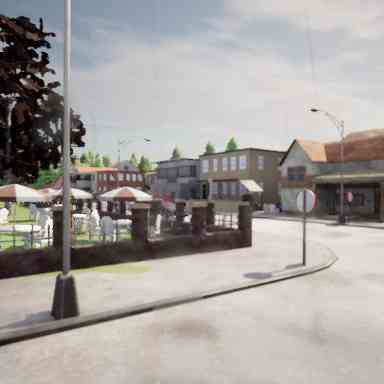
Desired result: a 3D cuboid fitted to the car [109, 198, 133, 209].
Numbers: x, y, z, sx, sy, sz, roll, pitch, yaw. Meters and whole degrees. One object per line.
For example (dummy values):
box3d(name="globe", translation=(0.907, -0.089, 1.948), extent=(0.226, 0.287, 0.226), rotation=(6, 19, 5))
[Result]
box3d(name="car", translation=(-10.626, 1.662, 49.324), extent=(1.994, 1.385, 4.181), rotation=(0, 0, -35))

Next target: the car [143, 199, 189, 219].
box3d(name="car", translation=(-2.462, 1.625, 30.637), extent=(2.033, 1.411, 5.357), rotation=(0, 0, -35))

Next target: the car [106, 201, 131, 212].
box3d(name="car", translation=(-8.477, 1.569, 39.096), extent=(2.128, 1.511, 4.902), rotation=(0, 0, -35))

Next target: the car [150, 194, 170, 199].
box3d(name="car", translation=(-4.610, 1.319, 40.880), extent=(2.150, 2.045, 5.566), rotation=(0, 0, -36))
